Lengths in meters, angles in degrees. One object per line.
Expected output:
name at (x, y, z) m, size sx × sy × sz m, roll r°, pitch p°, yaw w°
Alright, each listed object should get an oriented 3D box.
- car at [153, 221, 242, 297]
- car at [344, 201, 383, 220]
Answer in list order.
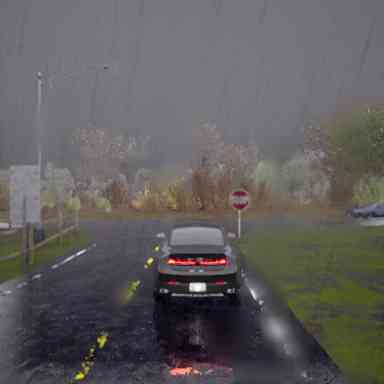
car at (0.109, 1.501, 8.539) m, size 1.837 × 1.490 × 4.892 m, roll 0°, pitch 0°, yaw 0°
car at (14.816, 1.395, 25.818) m, size 5.357 × 1.411 × 2.033 m, roll 0°, pitch 0°, yaw 1°
